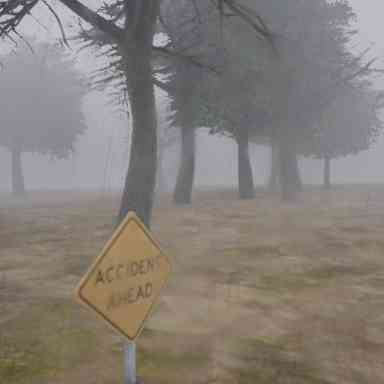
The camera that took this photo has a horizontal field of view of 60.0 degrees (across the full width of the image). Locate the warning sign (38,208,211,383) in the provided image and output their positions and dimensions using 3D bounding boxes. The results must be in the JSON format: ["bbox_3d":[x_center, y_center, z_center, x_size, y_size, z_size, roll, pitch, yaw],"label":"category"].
[{"bbox_3d":[-0.618,1.126,3.292,1.060,1.860,1.300,0,0,37],"label":"warning sign"}]
